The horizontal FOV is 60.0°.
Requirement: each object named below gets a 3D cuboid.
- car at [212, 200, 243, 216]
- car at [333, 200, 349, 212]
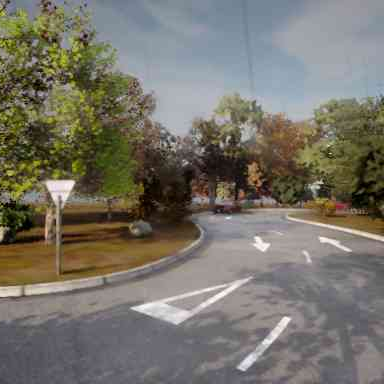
[{"bbox_3d":[3.790,1.580,34.793,1.882,1.535,5.008,-1,-1,29],"label":"car"},{"bbox_3d":[18.156,1.750,43.282,4.181,1.385,1.994,1,0,-3],"label":"car"}]
